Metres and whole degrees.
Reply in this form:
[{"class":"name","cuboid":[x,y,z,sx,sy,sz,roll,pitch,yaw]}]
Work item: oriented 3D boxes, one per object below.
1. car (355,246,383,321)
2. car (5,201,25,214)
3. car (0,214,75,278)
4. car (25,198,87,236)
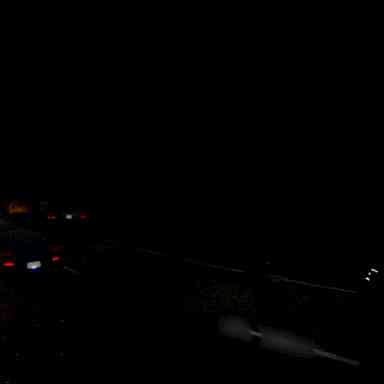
[{"class":"car","cuboid":[5.319,1.256,4.469,5.566,2.045,2.150,-1,0,35]},{"class":"car","cuboid":[-18.496,1.691,35.098,1.882,1.535,5.008,0,0,-33]},{"class":"car","cuboid":[-5.270,1.586,9.737,1.812,1.442,4.674,0,0,-40]},{"class":"car","cuboid":[-7.612,1.339,18.697,2.150,2.045,5.566,0,0,-34]}]
